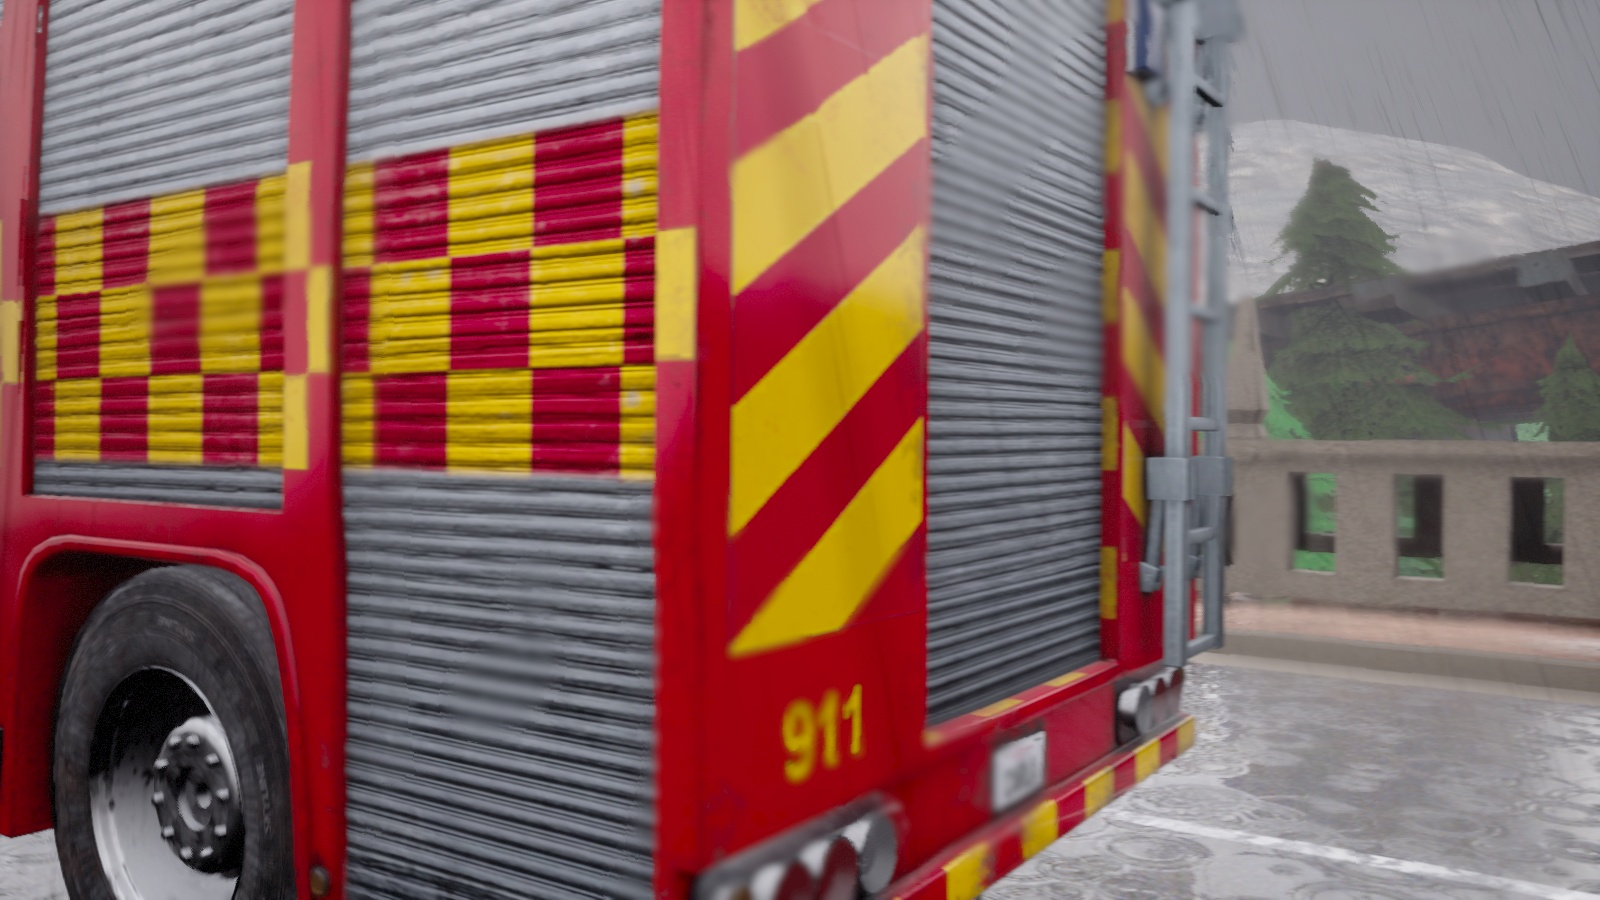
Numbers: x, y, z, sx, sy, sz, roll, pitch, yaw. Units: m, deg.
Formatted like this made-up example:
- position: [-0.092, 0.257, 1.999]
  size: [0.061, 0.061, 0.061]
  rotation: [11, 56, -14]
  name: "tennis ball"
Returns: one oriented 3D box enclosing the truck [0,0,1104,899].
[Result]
- position: [-3.229, -0.453, 5.747]
  size: [8.468, 3.827, 2.891]
  rotation: [0, 1, 34]
  name: "truck"
